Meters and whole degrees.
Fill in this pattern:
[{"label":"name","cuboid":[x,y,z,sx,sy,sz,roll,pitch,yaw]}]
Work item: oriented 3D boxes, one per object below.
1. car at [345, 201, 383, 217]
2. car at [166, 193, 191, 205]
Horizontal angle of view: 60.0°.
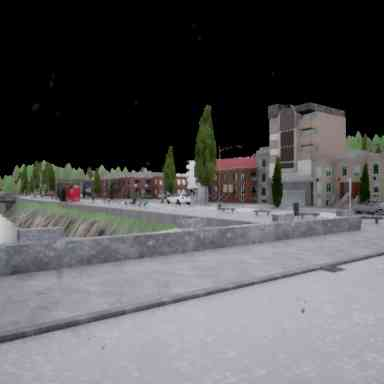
[{"label":"car","cuboid":[16.615,1.552,31.144,1.994,1.385,4.181,0,0,-36]},{"label":"car","cuboid":[-2.349,1.210,57.638,2.150,2.045,5.566,0,0,-35]}]
